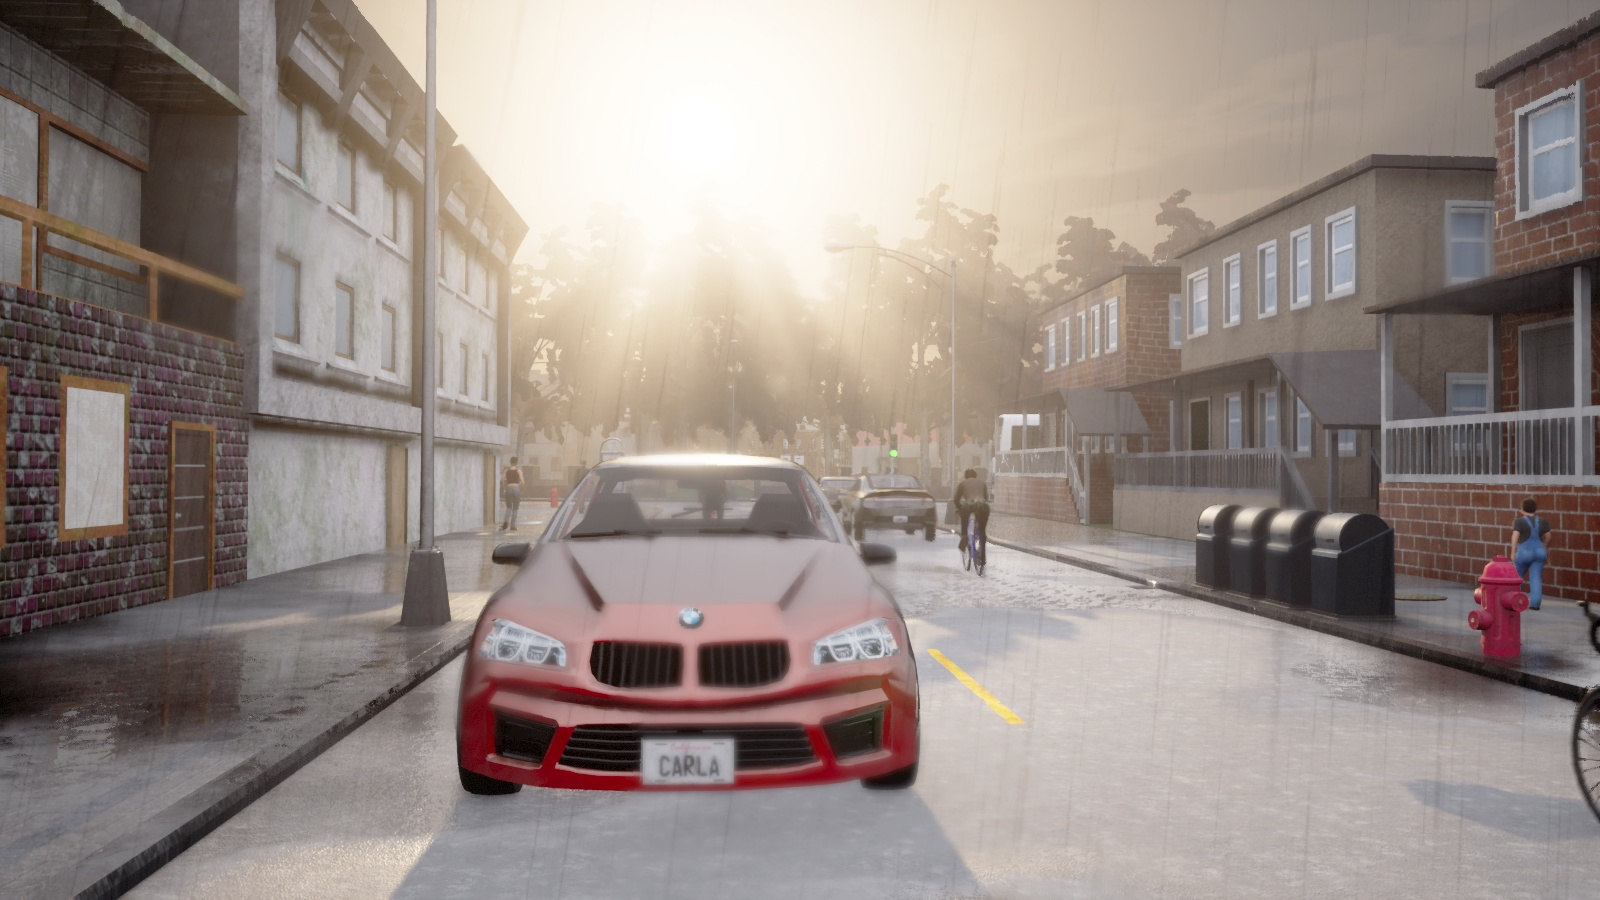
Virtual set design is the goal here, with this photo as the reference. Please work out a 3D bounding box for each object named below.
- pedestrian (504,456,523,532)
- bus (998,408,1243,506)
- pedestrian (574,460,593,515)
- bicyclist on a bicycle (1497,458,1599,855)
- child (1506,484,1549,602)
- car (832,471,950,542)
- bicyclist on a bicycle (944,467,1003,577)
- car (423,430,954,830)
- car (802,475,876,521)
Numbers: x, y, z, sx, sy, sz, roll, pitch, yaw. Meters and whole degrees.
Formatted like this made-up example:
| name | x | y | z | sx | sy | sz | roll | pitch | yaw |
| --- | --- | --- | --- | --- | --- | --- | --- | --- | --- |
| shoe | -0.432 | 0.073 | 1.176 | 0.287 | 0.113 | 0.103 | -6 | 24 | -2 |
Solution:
| name | x | y | z | sx | sy | sz | roll | pitch | yaw |
| --- | --- | --- | --- | --- | --- | --- | --- | --- | --- |
| pedestrian | -6.986 | 1.065 | 30.630 | 0.345 | 1.836 | 0.594 | 0 | -1 | -2 |
| bus | 14.586 | 0.351 | 57.958 | 10.273 | 4.253 | 3.944 | -1 | -1 | 1 |
| pedestrian | -7.299 | 1.262 | 42.330 | 0.402 | 1.842 | 0.726 | 0 | -1 | 10 |
| bicyclist on a bicycle | 3.563 | 0.837 | 4.972 | 0.582 | 1.620 | 1.656 | 0 | -1 | -4 |
| child | 7.926 | 1.002 | 13.688 | 0.270 | 1.263 | 0.437 | 0 | -1 | 12 |
| car | 2.025 | 1.259 | 29.569 | 2.128 | 1.511 | 4.902 | 0 | -1 | -4 |
| bicyclist on a bicycle | 2.659 | 1.082 | 19.413 | 0.582 | 1.620 | 1.656 | 0 | -1 | -4 |
| car | -0.613 | 0.789 | 7.633 | 2.242 | 1.667 | 4.611 | 0 | -1 | -4 |
| car | 1.234 | 1.564 | 42.185 | 2.033 | 1.411 | 5.357 | 0 | -1 | -3 |
